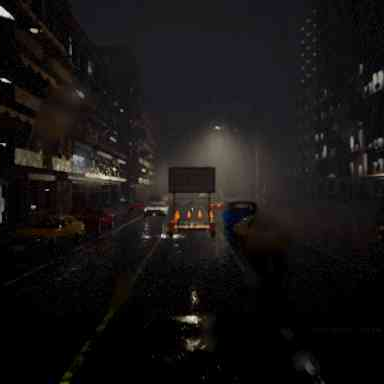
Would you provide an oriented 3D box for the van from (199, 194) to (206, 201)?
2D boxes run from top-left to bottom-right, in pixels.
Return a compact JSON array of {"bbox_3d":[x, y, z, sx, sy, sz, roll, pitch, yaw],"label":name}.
[{"bbox_3d":[2.677,1.349,85.341,1.690,1.788,3.998,0,0,0],"label":"van"}]

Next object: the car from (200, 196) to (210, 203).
[{"bbox_3d":[2.680,1.518,68.929,1.752,1.417,4.829,0,0,0],"label":"car"}]

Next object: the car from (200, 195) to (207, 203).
[{"bbox_3d":[2.681,1.566,52.180,1.802,1.307,4.206,0,0,0],"label":"car"}]

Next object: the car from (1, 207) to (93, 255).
[{"bbox_3d":[-5.696,1.514,13.324,1.752,1.417,4.829,0,0,0],"label":"car"}]

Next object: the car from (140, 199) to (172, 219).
[{"bbox_3d":[-3.102,1.584,29.512,1.895,1.301,4.718,0,0,0],"label":"car"}]

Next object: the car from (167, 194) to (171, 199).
[{"bbox_3d":[-5.699,1.540,63.234,2.008,1.369,4.403,0,0,0],"label":"car"}]

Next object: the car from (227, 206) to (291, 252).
[{"bbox_3d":[2.684,1.514,13.664,1.752,1.417,4.829,0,0,0],"label":"car"}]

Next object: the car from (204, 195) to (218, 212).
[{"bbox_3d":[2.682,1.422,35.600,1.967,1.590,4.097,0,0,0],"label":"car"}]

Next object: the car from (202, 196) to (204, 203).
[{"bbox_3d":[2.682,1.565,46.654,1.802,1.307,4.206,0,0,0],"label":"car"}]

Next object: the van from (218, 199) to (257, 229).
[{"bbox_3d":[2.683,1.327,19.019,1.690,1.788,3.998,0,0,0],"label":"van"}]

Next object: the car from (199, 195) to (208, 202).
[{"bbox_3d":[2.679,1.442,79.813,1.967,1.590,4.097,0,0,0],"label":"car"}]

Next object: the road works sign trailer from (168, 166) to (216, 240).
[{"bbox_3d":[-0.002,0.451,17.017,2.380,3.560,2.880,0,0,0],"label":"road works sign trailer"}]

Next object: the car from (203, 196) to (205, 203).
[{"bbox_3d":[2.682,1.508,41.297,1.752,1.417,4.829,0,0,0],"label":"car"}]

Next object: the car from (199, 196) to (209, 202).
[{"bbox_3d":[2.680,1.562,74.287,1.947,1.339,4.313,0,0,0],"label":"car"}]

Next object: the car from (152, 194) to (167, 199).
[{"bbox_3d":[-5.701,1.300,52.180,2.192,1.841,5.009,0,0,0],"label":"car"}]

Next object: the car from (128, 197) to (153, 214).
[{"bbox_3d":[-5.698,1.527,35.600,1.887,1.381,4.507,0,0,0],"label":"car"}]

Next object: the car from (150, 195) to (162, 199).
[{"bbox_3d":[-5.699,1.509,46.484,1.752,1.417,4.829,0,0,0],"label":"car"}]

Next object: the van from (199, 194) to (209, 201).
[{"bbox_3d":[2.679,1.330,63.233,1.690,1.788,3.998,0,0,0],"label":"van"}]

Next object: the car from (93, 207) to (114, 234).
[{"bbox_3d":[-5.696,1.530,19.019,1.887,1.381,4.507,0,0,0],"label":"car"}]

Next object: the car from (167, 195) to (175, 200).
[{"bbox_3d":[-5.702,1.596,90.866,1.802,1.307,4.206,0,0,0],"label":"car"}]

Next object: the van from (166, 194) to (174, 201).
[{"bbox_3d":[-5.703,1.349,85.340,1.690,1.788,3.998,0,0,0],"label":"van"}]

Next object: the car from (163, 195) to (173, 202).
[{"bbox_3d":[-5.701,1.547,79.813,1.887,1.381,4.507,0,0,0],"label":"car"}]
